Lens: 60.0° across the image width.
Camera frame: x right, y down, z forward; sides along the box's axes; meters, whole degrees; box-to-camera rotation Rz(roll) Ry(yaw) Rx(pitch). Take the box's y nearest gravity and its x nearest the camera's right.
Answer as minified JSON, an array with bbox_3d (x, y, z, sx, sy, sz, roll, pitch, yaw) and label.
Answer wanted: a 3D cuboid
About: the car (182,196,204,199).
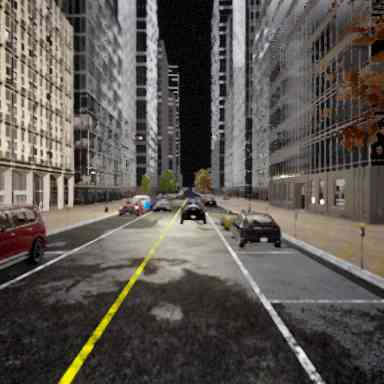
[{"bbox_3d":[0.088,1.534,42.906,2.033,1.411,5.357,0,0,0],"label":"car"}]

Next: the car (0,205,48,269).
[{"bbox_3d":[-5.697,1.315,8.926,2.192,1.841,5.009,0,0,0],"label":"car"}]

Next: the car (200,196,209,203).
[{"bbox_3d":[2.667,1.499,71.536,1.887,1.381,4.507,0,0,0],"label":"car"}]

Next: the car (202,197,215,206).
[{"bbox_3d":[2.672,1.520,54.458,1.887,1.381,4.507,0,0,0],"label":"car"}]

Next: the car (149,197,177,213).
[{"bbox_3d":[-3.109,1.539,36.394,2.033,1.411,5.357,0,0,0],"label":"car"}]

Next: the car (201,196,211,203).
[{"bbox_3d":[2.669,1.544,65.843,1.802,1.307,4.206,0,0,0],"label":"car"}]

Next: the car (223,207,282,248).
[{"bbox_3d":[2.683,1.550,14.609,2.008,1.369,4.403,0,0,0],"label":"car"}]

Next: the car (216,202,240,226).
[{"bbox_3d":[2.681,1.523,20.472,1.752,1.417,4.829,0,0,0],"label":"car"}]

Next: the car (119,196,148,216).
[{"bbox_3d":[-5.703,1.434,31.694,1.967,1.590,4.097,0,0,0],"label":"car"}]

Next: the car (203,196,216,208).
[{"bbox_3d":[2.674,1.547,48.765,1.947,1.339,4.313,0,0,0],"label":"car"}]

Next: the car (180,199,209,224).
[{"bbox_3d":[0.090,1.522,24.771,1.812,1.442,4.674,0,0,0],"label":"car"}]

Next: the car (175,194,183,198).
[{"bbox_3d":[-3.024,1.208,79.070,1.837,1.490,4.892,0,0,0],"label":"car"}]

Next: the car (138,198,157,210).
[{"bbox_3d":[-5.706,1.552,43.080,1.947,1.339,4.313,0,0,0],"label":"car"}]

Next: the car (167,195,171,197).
[{"bbox_3d":[-5.712,1.528,65.848,1.947,1.339,4.313,0,0,0],"label":"car"}]
